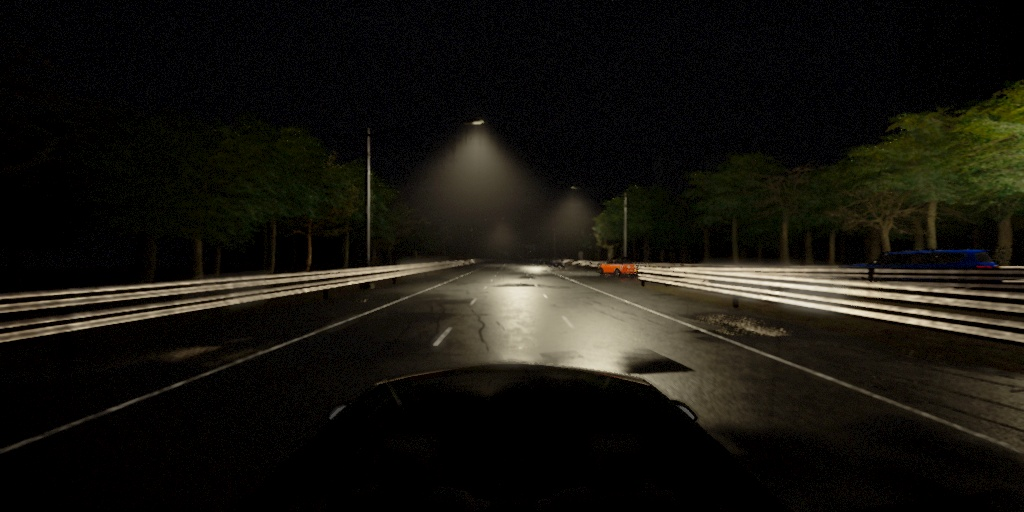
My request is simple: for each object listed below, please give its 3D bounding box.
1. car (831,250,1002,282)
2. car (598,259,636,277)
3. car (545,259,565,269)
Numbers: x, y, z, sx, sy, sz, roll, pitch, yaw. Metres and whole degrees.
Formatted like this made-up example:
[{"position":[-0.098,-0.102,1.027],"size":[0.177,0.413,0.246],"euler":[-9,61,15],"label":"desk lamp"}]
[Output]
[{"position":[19.445,0.784,17.669],"size":[2.150,2.045,5.566],"euler":[0,-2,-30],"label":"car"},{"position":[11.064,1.170,38.029],"size":[2.097,1.767,4.553],"euler":[0,0,-18],"label":"car"},{"position":[7.242,1.402,58.658],"size":[1.895,1.301,4.718],"euler":[0,0,-7],"label":"car"}]
